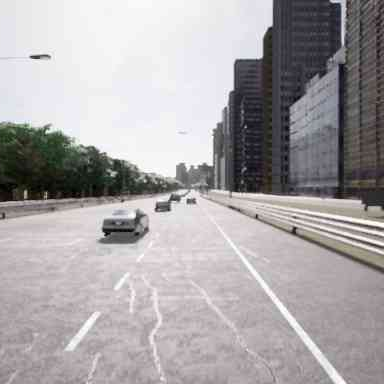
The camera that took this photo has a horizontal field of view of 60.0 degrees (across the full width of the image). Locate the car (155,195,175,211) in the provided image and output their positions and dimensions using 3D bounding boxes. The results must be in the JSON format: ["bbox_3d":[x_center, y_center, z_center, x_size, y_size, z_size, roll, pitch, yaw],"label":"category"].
[{"bbox_3d":[-3.619,1.537,42.389,2.128,1.511,4.902,0,0,0],"label":"car"}]

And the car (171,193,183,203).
[{"bbox_3d":[-3.832,1.345,74.975,2.150,2.045,5.566,0,0,0],"label":"car"}]

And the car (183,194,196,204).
[{"bbox_3d":[-0.176,1.592,67.929,2.128,1.511,4.902,0,0,0],"label":"car"}]

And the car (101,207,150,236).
[{"bbox_3d":[-3.528,1.558,18.383,2.033,1.411,5.357,0,0,0],"label":"car"}]
